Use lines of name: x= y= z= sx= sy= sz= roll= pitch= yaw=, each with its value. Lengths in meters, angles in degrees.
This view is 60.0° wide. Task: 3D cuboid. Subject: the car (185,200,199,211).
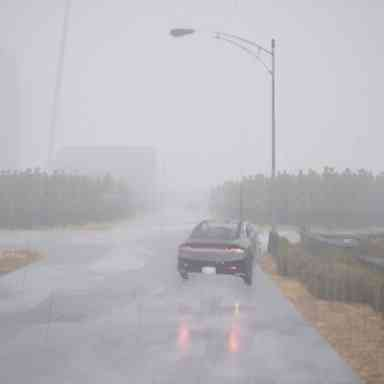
car: x=-0.012 y=2.135 z=54.935 sx=2.097 sy=1.767 sz=4.553 roll=0 pitch=-1 yaw=0

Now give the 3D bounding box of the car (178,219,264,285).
car: x=0.996 y=1.541 z=9.810 sx=2.128 sy=1.511 sz=4.902 roll=0 pitch=0 yaw=15
